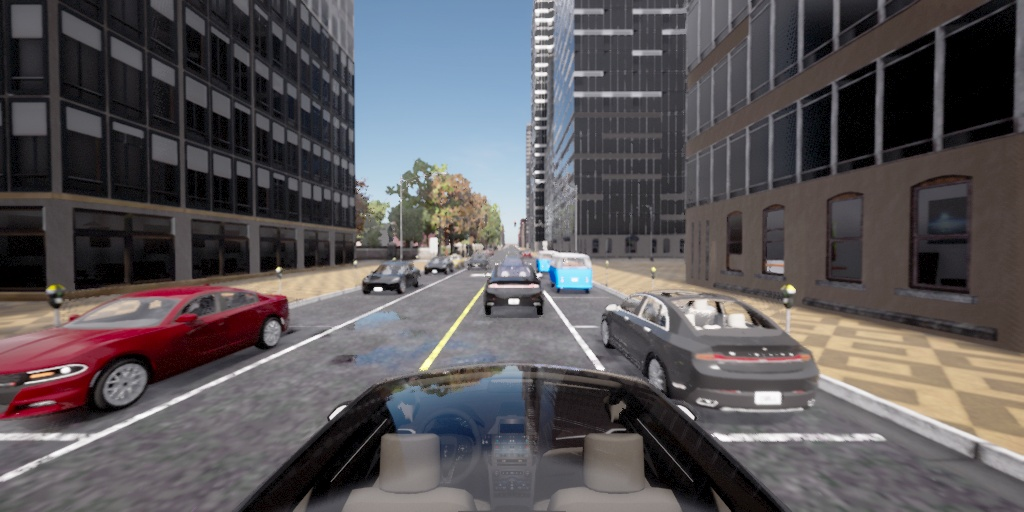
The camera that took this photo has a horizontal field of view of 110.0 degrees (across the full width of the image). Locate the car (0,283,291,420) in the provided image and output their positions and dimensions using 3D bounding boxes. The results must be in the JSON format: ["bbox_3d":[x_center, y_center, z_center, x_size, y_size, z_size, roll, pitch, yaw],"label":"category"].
[{"bbox_3d":[-5.685,1.208,5.976,1.888,1.381,4.507,0,0,0],"label":"car"}]

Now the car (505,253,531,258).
[{"bbox_3d":[0.079,0.755,26.169,2.033,1.411,5.357,0,1,1],"label":"car"}]

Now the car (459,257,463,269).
[{"bbox_3d":[-5.772,0.496,36.005,1.751,1.417,4.829,0,0,0],"label":"car"}]

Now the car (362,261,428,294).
[{"bbox_3d":[-5.669,0.979,17.379,1.948,1.339,4.313,0,0,0],"label":"car"}]

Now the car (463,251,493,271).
[{"bbox_3d":[-3.028,0.548,33.177,1.837,1.490,4.892,0,1,0],"label":"car"}]

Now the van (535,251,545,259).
[{"bbox_3d":[2.809,0.487,28.763,1.690,1.789,3.998,0,0,0],"label":"van"}]

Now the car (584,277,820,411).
[{"bbox_3d":[2.696,1.213,5.965,2.007,1.370,4.403,0,0,0],"label":"car"}]

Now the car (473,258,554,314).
[{"bbox_3d":[0.071,1.015,12.508,2.128,1.511,4.902,0,1,1],"label":"car"}]

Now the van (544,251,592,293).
[{"bbox_3d":[2.712,0.754,17.369,1.690,1.789,3.998,0,0,0],"label":"van"}]

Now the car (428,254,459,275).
[{"bbox_3d":[-5.734,0.712,28.773,1.948,1.339,4.313,0,0,0],"label":"car"}]
